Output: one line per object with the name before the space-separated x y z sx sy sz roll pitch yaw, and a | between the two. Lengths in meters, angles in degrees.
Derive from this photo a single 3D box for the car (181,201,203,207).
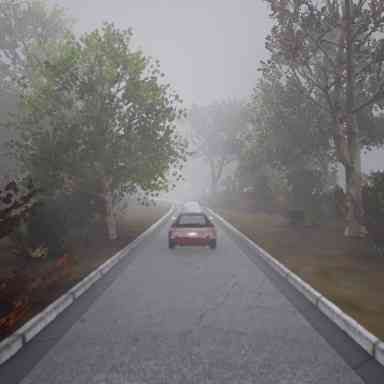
car | -0.033 1.536 29.658 1.812 1.442 4.674 0 0 0

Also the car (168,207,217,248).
car | 0.015 1.572 14.657 1.994 1.385 4.181 0 0 0
